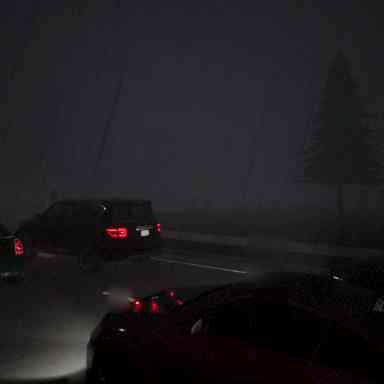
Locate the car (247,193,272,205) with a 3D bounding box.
[{"bbox_3d":[12.821,1.215,61.568,2.150,2.045,5.566,0,0,36],"label":"car"}]

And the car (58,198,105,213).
[{"bbox_3d":[-12.724,1.478,38.635,1.882,1.535,5.008,0,0,36],"label":"car"}]

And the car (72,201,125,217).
[{"bbox_3d":[-8.916,1.601,31.982,1.895,1.301,4.718,0,0,36],"label":"car"}]

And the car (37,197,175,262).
[{"bbox_3d":[-3.473,1.221,10.732,5.566,2.045,2.150,0,0,36],"label":"car"}]

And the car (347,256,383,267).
[{"bbox_3d":[4.703,1.478,4.933,5.008,1.535,1.882,0,0,35],"label":"car"}]

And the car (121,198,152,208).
[{"bbox_3d":[-8.357,1.601,50.541,1.895,1.301,4.718,0,0,36],"label":"car"}]

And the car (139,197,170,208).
[{"bbox_3d":[-5.405,1.526,48.651,1.812,1.442,4.674,0,0,36],"label":"car"}]

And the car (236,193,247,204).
[{"bbox_3d":[9.999,1.215,63.638,2.150,2.045,5.566,0,0,36],"label":"car"}]

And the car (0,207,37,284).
[{"bbox_3d":[-6.217,1.352,8.391,4.553,1.767,2.097,0,0,36],"label":"car"}]

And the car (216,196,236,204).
[{"bbox_3d":[5.984,1.525,64.114,1.812,1.442,4.674,0,0,37],"label":"car"}]

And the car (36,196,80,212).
[{"bbox_3d":[-16.059,1.352,40.005,2.097,1.767,4.553,0,0,36],"label":"car"}]

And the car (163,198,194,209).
[{"bbox_3d":[-1.896,1.601,47.517,1.895,1.301,4.718,0,0,36],"label":"car"}]

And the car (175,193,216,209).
[{"bbox_3d":[0.518,1.218,44.893,2.150,2.045,5.566,0,0,36],"label":"car"}]

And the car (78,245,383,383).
[{"bbox_3d":[0.834,1.564,3.394,4.181,1.385,1.994,0,0,35],"label":"car"}]

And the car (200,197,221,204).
[{"bbox_3d":[3.763,1.601,66.991,1.895,1.301,4.718,0,0,37],"label":"car"}]

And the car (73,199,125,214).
[{"bbox_3d":[-10.037,1.547,36.380,2.033,1.411,5.357,0,0,36],"label":"car"}]
